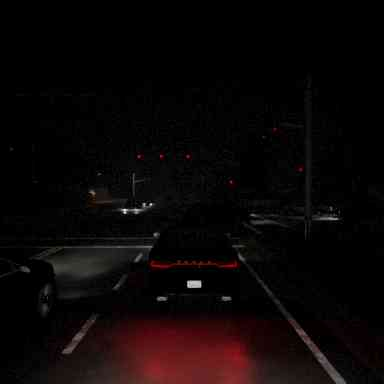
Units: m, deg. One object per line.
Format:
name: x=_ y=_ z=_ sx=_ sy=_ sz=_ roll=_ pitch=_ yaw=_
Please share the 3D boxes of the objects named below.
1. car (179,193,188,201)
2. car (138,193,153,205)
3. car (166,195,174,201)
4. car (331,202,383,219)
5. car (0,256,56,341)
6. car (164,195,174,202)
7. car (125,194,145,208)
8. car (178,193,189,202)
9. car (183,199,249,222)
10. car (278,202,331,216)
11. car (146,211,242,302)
car: x=-2.104 y=1.225 z=84.943 sx=2.150 sy=2.045 sz=5.566 roll=0 pitch=0 yaw=-1
car: x=-8.492 y=1.221 z=57.073 sx=2.150 sy=2.045 sz=5.566 roll=0 pitch=0 yaw=-1
car: x=-5.611 y=1.540 z=85.147 sx=2.033 sy=1.411 sz=5.357 roll=0 pitch=0 yaw=-1
car: x=14.788 y=1.564 z=28.911 sx=4.181 sy=1.385 sz=1.994 roll=0 pitch=0 yaw=-2
car: x=-3.464 y=1.492 z=4.356 sx=2.128 sy=1.511 sz=4.902 roll=0 pitch=0 yaw=0
car: x=-5.350 y=1.523 z=74.840 sx=2.128 sy=1.511 sz=4.902 roll=0 pitch=0 yaw=-1
car: x=-8.263 y=1.478 z=47.089 sx=1.882 sy=1.535 sz=5.008 roll=0 pitch=0 yaw=-1
car: x=-1.832 y=1.225 z=74.210 sx=2.150 sy=2.045 sz=5.566 roll=0 pitch=0 yaw=-1
car: x=1.773 y=1.505 z=24.754 sx=4.892 sy=1.490 sz=1.837 roll=0 pitch=0 yaw=-3
car: x=10.895 y=1.601 z=32.304 sx=4.718 sy=1.301 sz=1.895 roll=0 pitch=0 yaw=-2
car: x=0.009 y=1.478 z=8.344 sx=1.882 sy=1.535 sz=5.008 roll=0 pitch=0 yaw=-1
